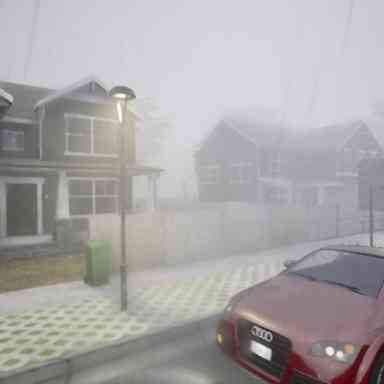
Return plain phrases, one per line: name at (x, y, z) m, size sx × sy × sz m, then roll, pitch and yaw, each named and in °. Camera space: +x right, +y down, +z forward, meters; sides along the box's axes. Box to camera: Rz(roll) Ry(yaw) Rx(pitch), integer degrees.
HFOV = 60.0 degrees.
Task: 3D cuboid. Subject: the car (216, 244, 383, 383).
car at (2.369, 1.504, 4.755) m, size 4.181 × 1.385 × 1.994 m, roll -1°, pitch 1°, yaw -35°
